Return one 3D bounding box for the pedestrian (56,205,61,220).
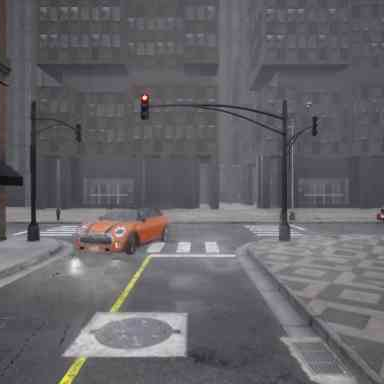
[{"bbox_3d":[-9.825,1.533,24.453,0.500,1.100,0.500,0,0,1],"label":"pedestrian"}]

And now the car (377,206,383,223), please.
[{"bbox_3d":[14.868,1.199,21.132,5.566,2.045,2.150,0,0,1],"label":"car"}]

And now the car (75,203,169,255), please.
[{"bbox_3d":[-2.619,1.352,13.449,2.097,1.767,4.553,0,0,19],"label":"car"}]
